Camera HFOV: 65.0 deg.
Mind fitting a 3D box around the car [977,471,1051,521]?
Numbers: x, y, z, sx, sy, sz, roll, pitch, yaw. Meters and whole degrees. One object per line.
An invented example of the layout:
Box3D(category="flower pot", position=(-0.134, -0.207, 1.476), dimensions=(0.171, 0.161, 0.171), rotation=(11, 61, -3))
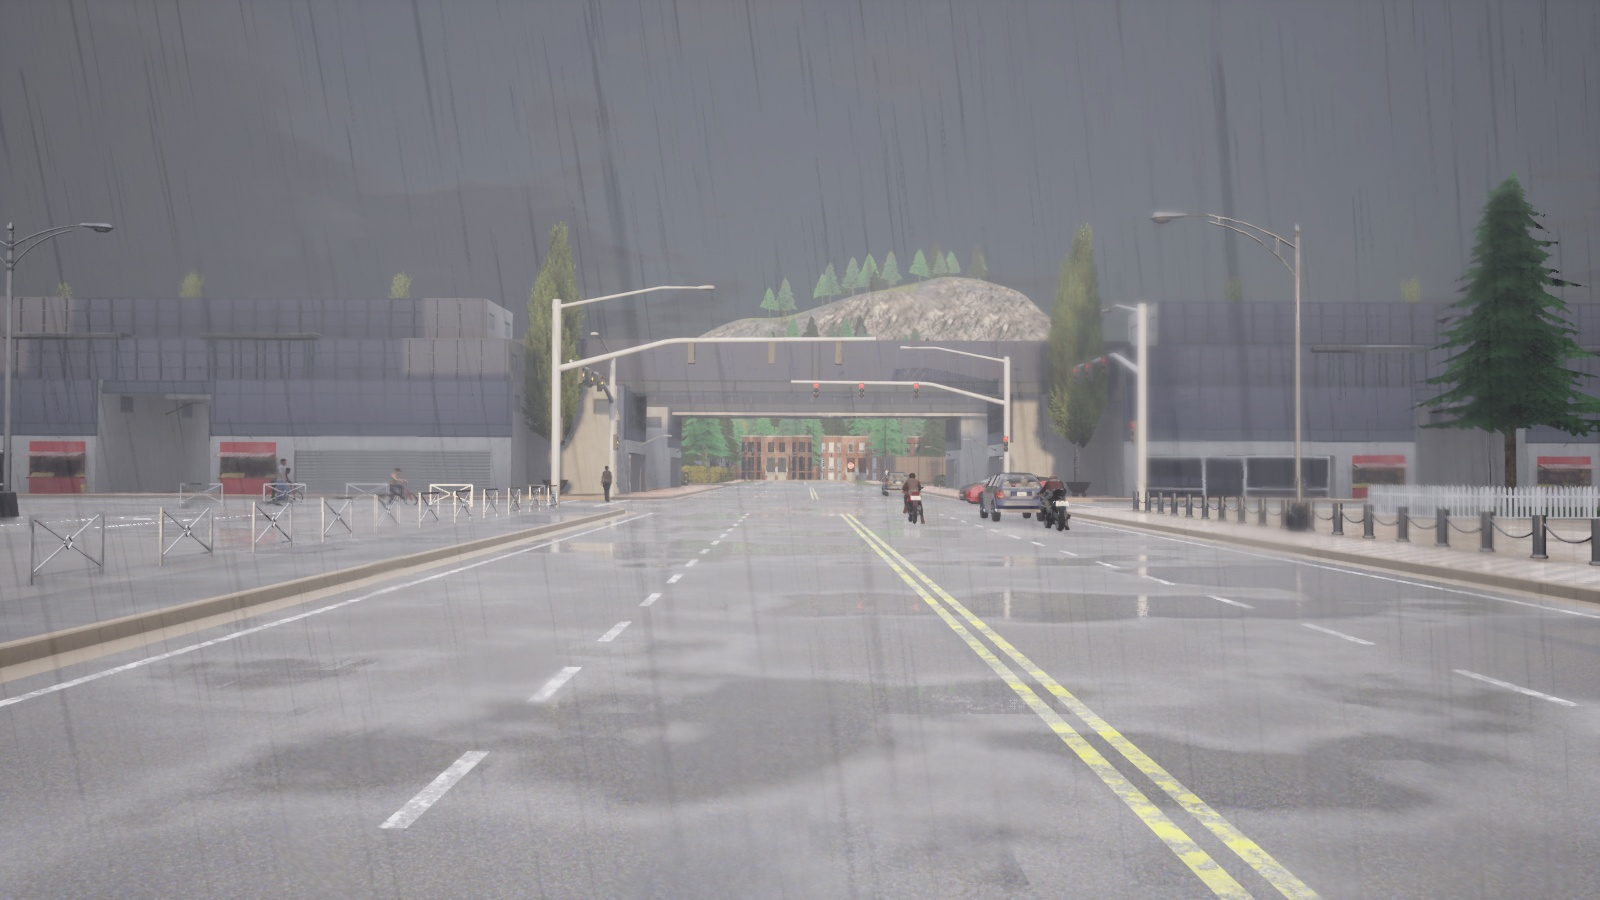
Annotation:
Box3D(category="car", position=(6.895, 1.449, 40.792), dimensions=(1.789, 1.549, 3.705), rotation=(0, -1, 0))

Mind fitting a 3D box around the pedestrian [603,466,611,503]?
Box3D(category="pedestrian", position=(-9.437, 1.665, 61.296), dimensions=(0.328, 1.805, 0.869), rotation=(0, -1, -14))

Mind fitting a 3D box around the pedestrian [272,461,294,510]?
Box3D(category="pedestrian", position=(-19.655, 1.352, 47.756), dimensions=(0.706, 1.836, 0.354), rotation=(0, -1, 0))

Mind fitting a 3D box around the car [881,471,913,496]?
Box3D(category="car", position=(6.161, 2.114, 80.309), dimensions=(1.789, 1.549, 3.705), rotation=(0, -1, 0))

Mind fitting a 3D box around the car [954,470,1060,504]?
Box3D(category="car", position=(9.697, 1.711, 59.019), dimensions=(4.514, 1.525, 2.007), rotation=(0, -1, -11))

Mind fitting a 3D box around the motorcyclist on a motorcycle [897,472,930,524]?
Box3D(category="motorcyclist on a motorcycle", position=(3.393, 1.415, 37.733), dimensions=(0.797, 1.523, 2.044), rotation=(0, -1, 0))

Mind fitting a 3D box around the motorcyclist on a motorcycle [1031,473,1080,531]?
Box3D(category="motorcyclist on a motorcycle", position=(6.913, 1.394, 34.125), dimensions=(0.866, 1.530, 2.191), rotation=(0, -1, 0))
